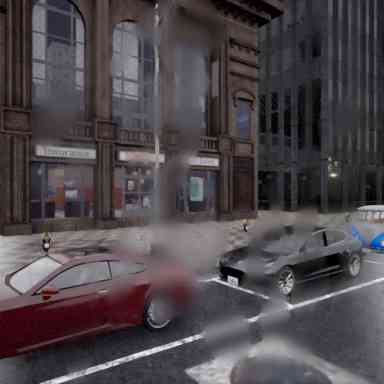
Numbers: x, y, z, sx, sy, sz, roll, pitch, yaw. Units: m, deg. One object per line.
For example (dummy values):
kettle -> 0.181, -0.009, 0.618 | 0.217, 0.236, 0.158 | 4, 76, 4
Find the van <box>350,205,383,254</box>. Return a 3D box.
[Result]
van -> 7.252, 1.341, 11.787 | 3.998, 1.788, 1.690 | 0, 0, -35

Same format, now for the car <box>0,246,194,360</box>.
car -> -1.912, 1.582, 5.284 | 4.206, 1.307, 1.802 | 0, 0, -35

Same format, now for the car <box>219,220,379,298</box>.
car -> 2.670, 1.566, 8.535 | 4.313, 1.339, 1.947 | 0, 0, -35
